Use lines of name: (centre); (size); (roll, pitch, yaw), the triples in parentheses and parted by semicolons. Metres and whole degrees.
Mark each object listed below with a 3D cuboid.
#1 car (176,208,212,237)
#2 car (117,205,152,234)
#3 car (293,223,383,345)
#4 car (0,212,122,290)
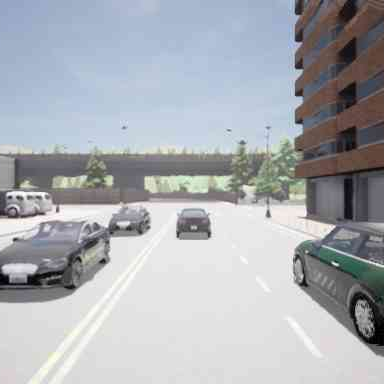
car: (0.084, 1.600, 18.574); (1.812, 1.442, 4.674); (0, 0, 0)
car: (-3.541, 1.571, 19.693); (2.128, 1.511, 4.902); (0, 0, 1)
car: (3.601, 1.379, 6.586); (2.097, 1.767, 4.553); (0, 0, 0)
car: (-3.600, 1.529, 9.289); (2.128, 1.511, 4.902); (0, 0, -1)
